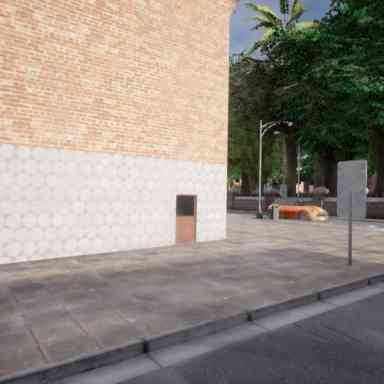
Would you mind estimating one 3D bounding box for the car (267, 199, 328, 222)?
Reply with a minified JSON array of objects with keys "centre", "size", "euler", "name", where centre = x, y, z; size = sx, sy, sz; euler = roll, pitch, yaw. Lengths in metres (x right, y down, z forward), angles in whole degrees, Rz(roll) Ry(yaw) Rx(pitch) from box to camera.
[{"centre":[8.067,1.343,25.593],"size":[2.097,1.767,4.553],"euler":[2,-1,-35],"name":"car"}]
